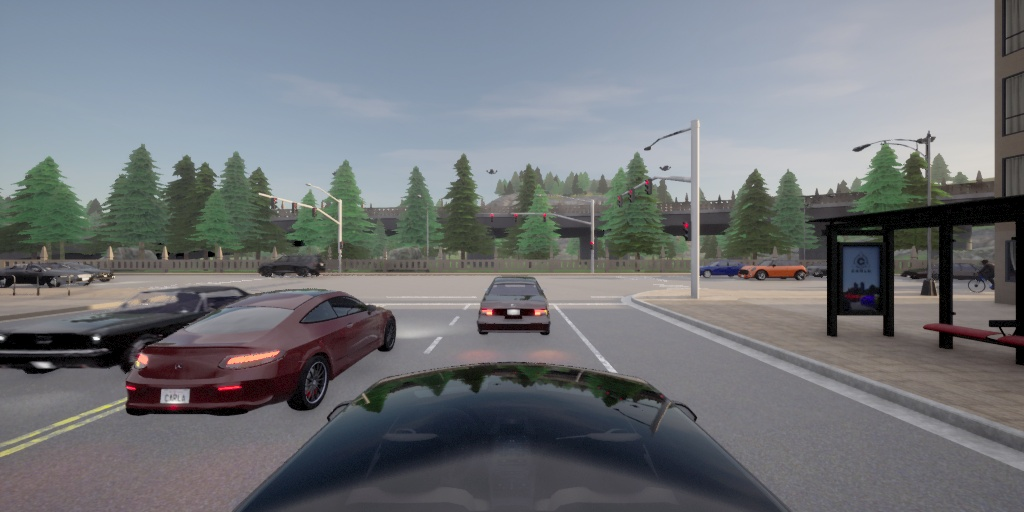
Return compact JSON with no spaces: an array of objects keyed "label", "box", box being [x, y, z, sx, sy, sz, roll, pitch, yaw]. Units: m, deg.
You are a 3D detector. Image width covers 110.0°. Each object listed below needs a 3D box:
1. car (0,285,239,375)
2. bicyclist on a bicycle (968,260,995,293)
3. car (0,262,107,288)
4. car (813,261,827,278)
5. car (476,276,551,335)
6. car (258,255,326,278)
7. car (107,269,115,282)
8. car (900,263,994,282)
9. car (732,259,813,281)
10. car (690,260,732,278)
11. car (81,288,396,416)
[{"label":"car","box":[-7.147,1.351,7.660,1.895,1.301,4.718,0,0,-1]},{"label":"bicyclist on a bicycle","box":[22.752,0.995,17.082,0.582,1.620,1.656,0,0,1]},{"label":"car","box":[-29.181,1.186,22.406,4.902,1.511,2.128,0,0,-2]},{"label":"car","box":[28.408,1.186,32.161,4.902,1.511,2.128,0,0,4]},{"label":"car","box":[0.086,1.297,10.483,2.033,1.411,5.357,0,0,1]},{"label":"car","box":[-20.176,0.916,33.058,5.566,2.045,2.150,0,0,1]},{"label":"car","box":[-31.832,1.199,25.959,4.892,1.490,1.837,0,0,1]},{"label":"car","box":[34.285,1.241,28.121,5.357,1.411,2.033,0,0,11]},{"label":"car","box":[20.946,1.046,28.995,4.553,1.767,2.097,0,0,2]},{"label":"car","box":[18.899,1.172,32.549,5.008,1.535,1.882,0,0,1]},{"label":"car","box":[-3.448,1.276,5.987,1.812,1.442,4.674,0,0,0]}]
